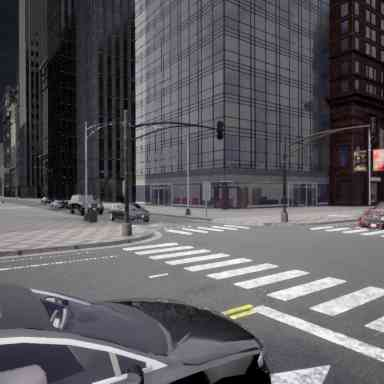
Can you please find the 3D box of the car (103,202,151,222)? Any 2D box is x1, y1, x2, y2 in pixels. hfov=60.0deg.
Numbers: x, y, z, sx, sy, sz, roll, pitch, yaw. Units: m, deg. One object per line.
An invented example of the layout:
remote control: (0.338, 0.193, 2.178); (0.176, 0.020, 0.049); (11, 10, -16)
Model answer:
car: (-4.977, 1.555, 26.035); (1.837, 1.490, 4.892); (0, 0, -35)

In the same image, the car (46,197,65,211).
car: (-16.929, 1.662, 42.916); (1.994, 1.385, 4.181); (0, 0, -35)

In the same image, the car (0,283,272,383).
car: (-1.485, 1.491, 2.379); (4.902, 1.511, 2.128); (0, 0, -36)

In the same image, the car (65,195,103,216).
car: (-11.076, 1.296, 34.638); (2.150, 2.045, 5.566); (0, 0, -35)

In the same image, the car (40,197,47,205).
car: (-27.602, 1.653, 63.486); (1.837, 1.490, 4.892); (0, 0, -35)

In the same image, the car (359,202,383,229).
car: (12.343, 1.355, 20.616); (4.553, 1.767, 2.097); (0, 0, -36)
